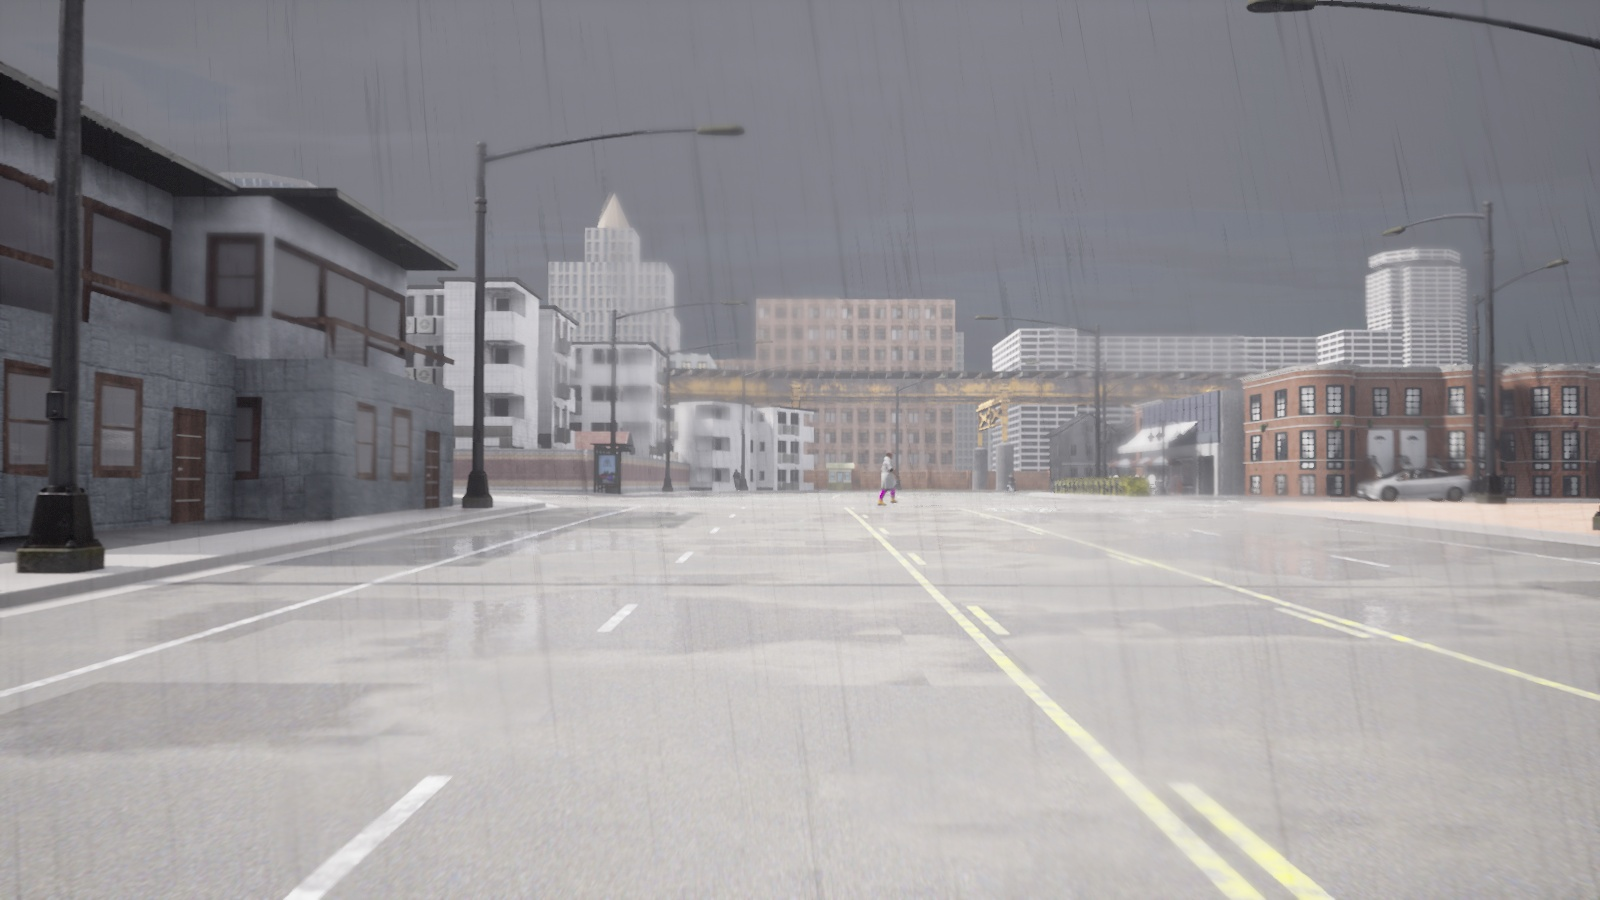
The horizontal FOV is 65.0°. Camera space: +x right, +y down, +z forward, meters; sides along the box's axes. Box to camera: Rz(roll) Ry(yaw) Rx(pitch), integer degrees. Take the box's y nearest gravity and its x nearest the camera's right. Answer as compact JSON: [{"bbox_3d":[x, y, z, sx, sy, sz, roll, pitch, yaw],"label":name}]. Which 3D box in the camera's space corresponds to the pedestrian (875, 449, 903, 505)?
[{"bbox_3d":[3.101,0.940,43.621,0.873,1.952,0.659,0,-2,-4],"label":"pedestrian"}]

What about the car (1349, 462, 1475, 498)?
[{"bbox_3d":[26.816,1.314,55.110,4.514,1.525,2.007,0,-2,1],"label":"car"}]
